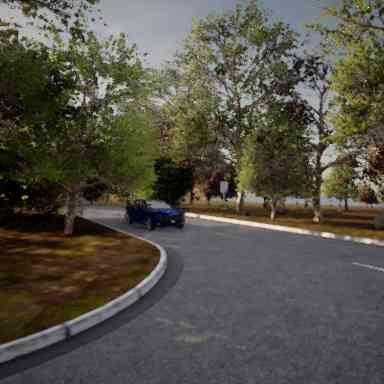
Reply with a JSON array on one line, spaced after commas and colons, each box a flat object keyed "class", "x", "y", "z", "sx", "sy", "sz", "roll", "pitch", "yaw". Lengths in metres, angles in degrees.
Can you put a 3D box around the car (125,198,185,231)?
[{"class": "car", "x": -2.138, "y": 1.134, "z": 18.335, "sx": 1.882, "sy": 1.535, "sz": 5.008, "roll": 1, "pitch": 0, "yaw": -30}]
